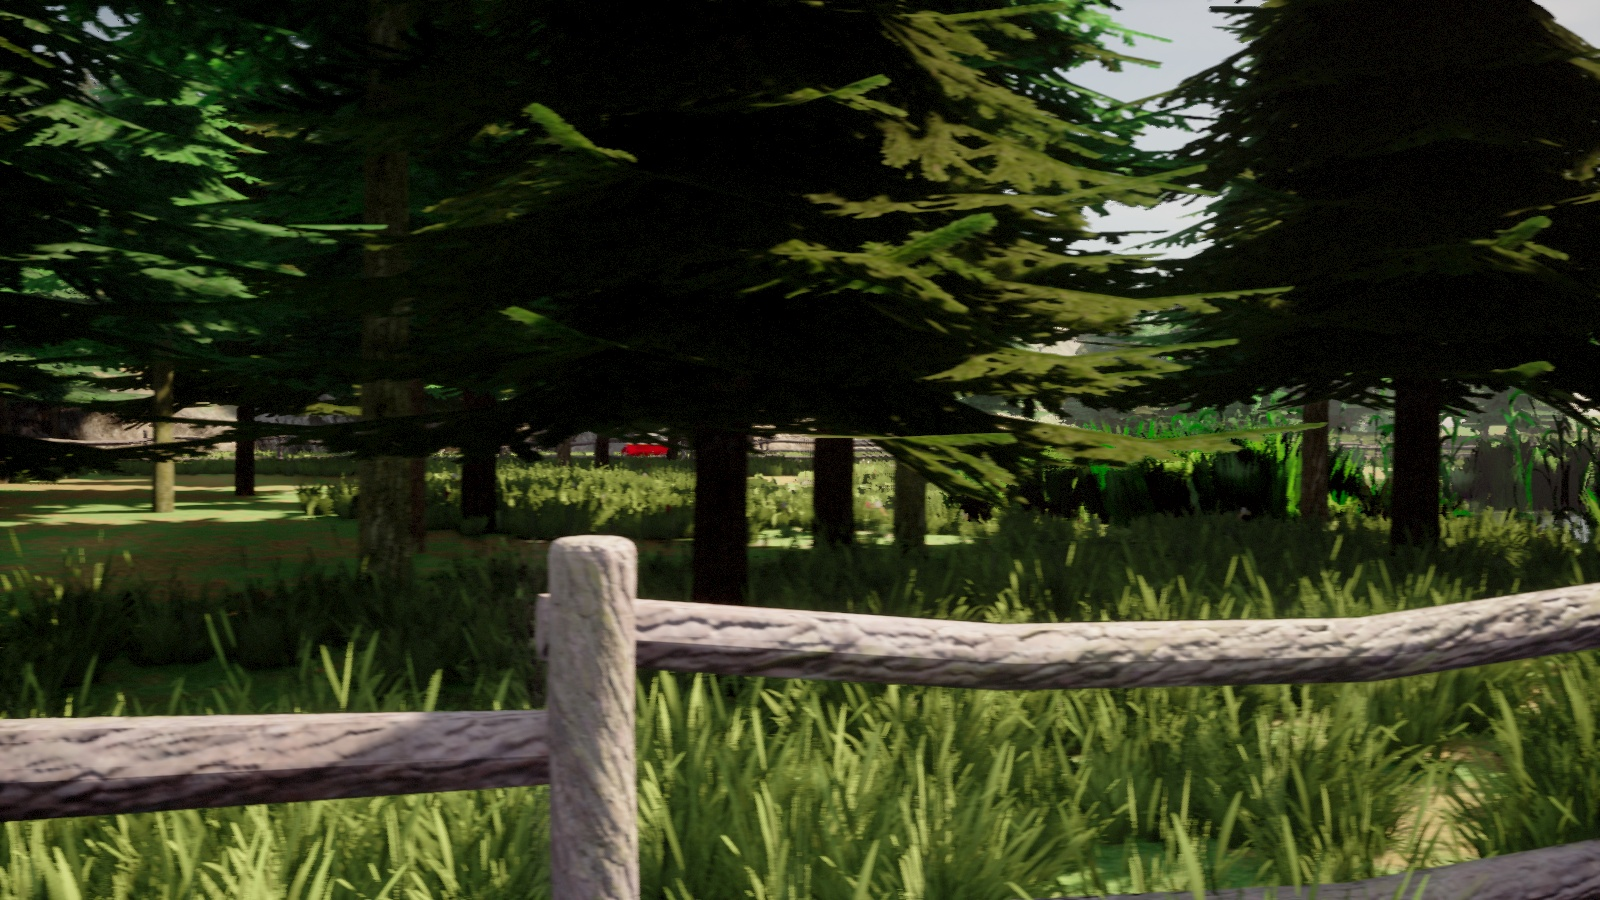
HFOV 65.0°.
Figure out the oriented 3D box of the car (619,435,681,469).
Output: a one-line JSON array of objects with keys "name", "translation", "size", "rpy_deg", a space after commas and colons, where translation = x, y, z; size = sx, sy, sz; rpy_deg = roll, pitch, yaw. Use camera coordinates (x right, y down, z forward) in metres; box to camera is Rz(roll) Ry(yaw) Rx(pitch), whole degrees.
[{"name": "car", "translation": [-6.528, 0.074, 54.634], "size": [2.207, 1.376, 1.481], "rpy_deg": [-2, 1, -30]}]
